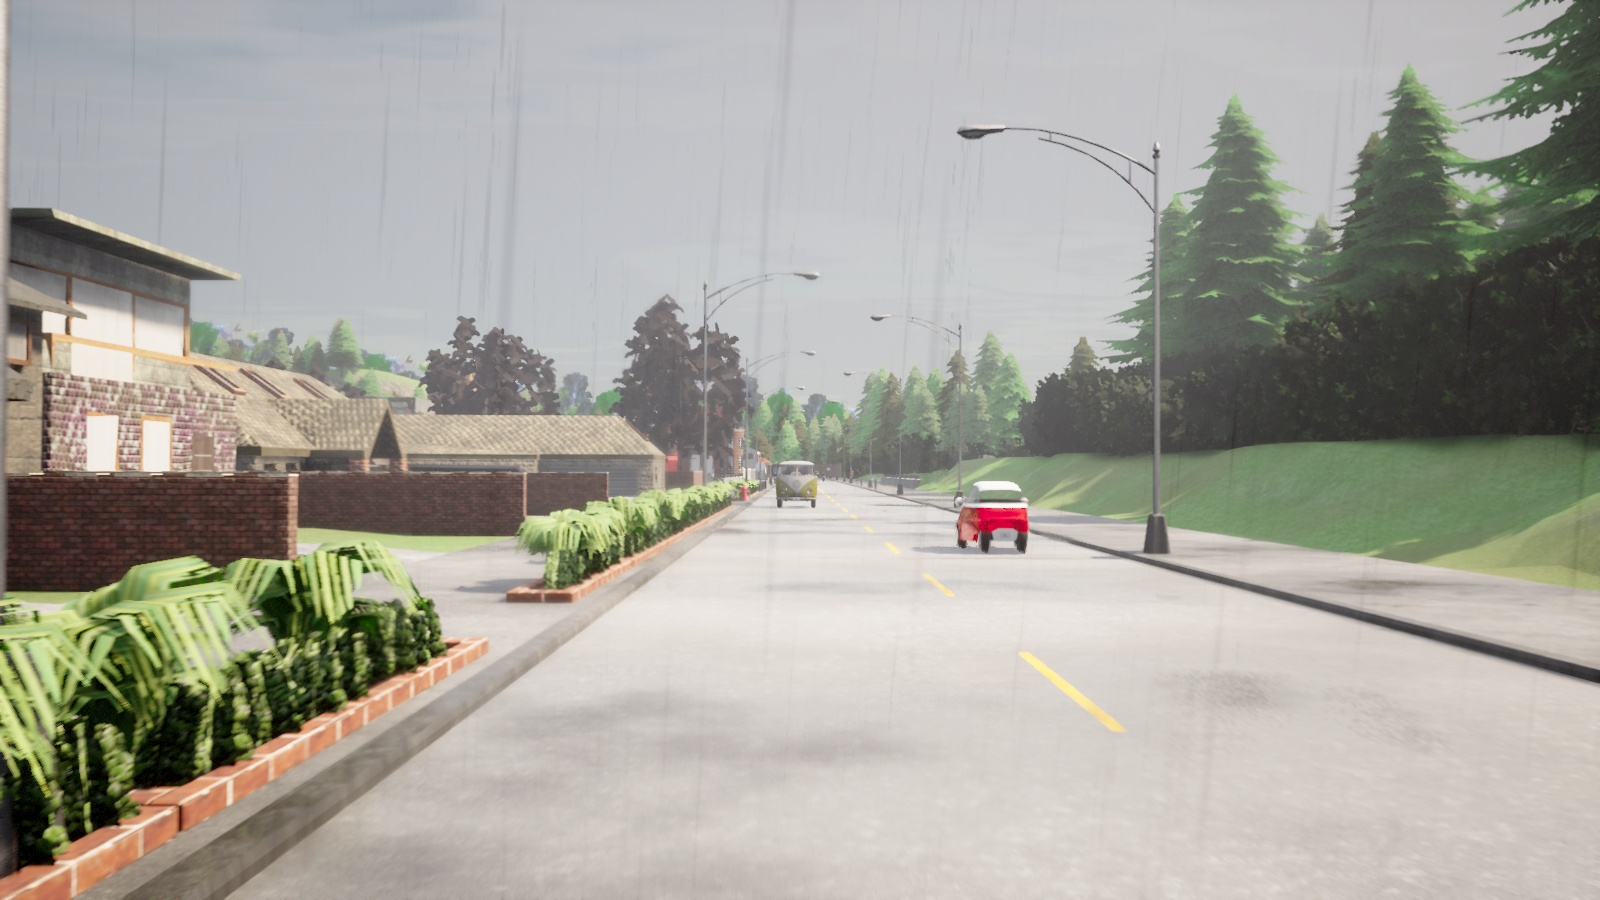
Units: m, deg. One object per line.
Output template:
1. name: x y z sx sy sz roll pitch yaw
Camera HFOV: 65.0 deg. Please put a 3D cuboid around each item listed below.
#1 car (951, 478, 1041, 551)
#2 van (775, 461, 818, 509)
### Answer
1. car: 3.938 1.280 25.477 1.481 1.376 2.207 0 0 0
2. van: -0.138 1.471 53.973 1.775 1.987 4.442 0 -1 0
